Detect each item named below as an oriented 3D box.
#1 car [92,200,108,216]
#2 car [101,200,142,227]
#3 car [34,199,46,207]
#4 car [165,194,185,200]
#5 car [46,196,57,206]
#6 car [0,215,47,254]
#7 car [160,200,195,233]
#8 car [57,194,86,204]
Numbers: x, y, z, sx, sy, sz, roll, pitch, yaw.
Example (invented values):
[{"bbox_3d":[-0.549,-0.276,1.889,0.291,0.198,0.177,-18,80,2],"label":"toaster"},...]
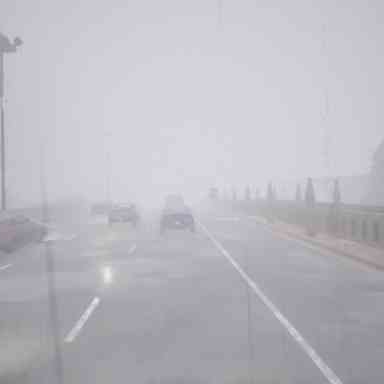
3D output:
[{"bbox_3d":[-8.699,1.526,33.483,1.882,1.535,5.008,0,0,-3],"label":"car"},{"bbox_3d":[-4.602,1.514,23.319,2.128,1.511,4.902,0,0,-3],"label":"car"},{"bbox_3d":[-24.085,1.908,54.324,1.812,1.442,4.674,0,-2,-3],"label":"car"},{"bbox_3d":[-2.027,1.226,39.255,2.150,2.045,5.566,0,0,-3],"label":"car"},{"bbox_3d":[-20.481,1.506,52.616,2.150,2.045,5.566,0,-2,-3],"label":"car"},{"bbox_3d":[-7.561,1.607,13.585,1.994,1.385,4.181,0,0,-3],"label":"car"},{"bbox_3d":[-0.892,1.477,19.787,1.882,1.535,5.008,0,0,-3],"label":"car"},{"bbox_3d":[-16.681,1.342,47.099,2.150,2.045,5.566,0,0,-3],"label":"car"}]
